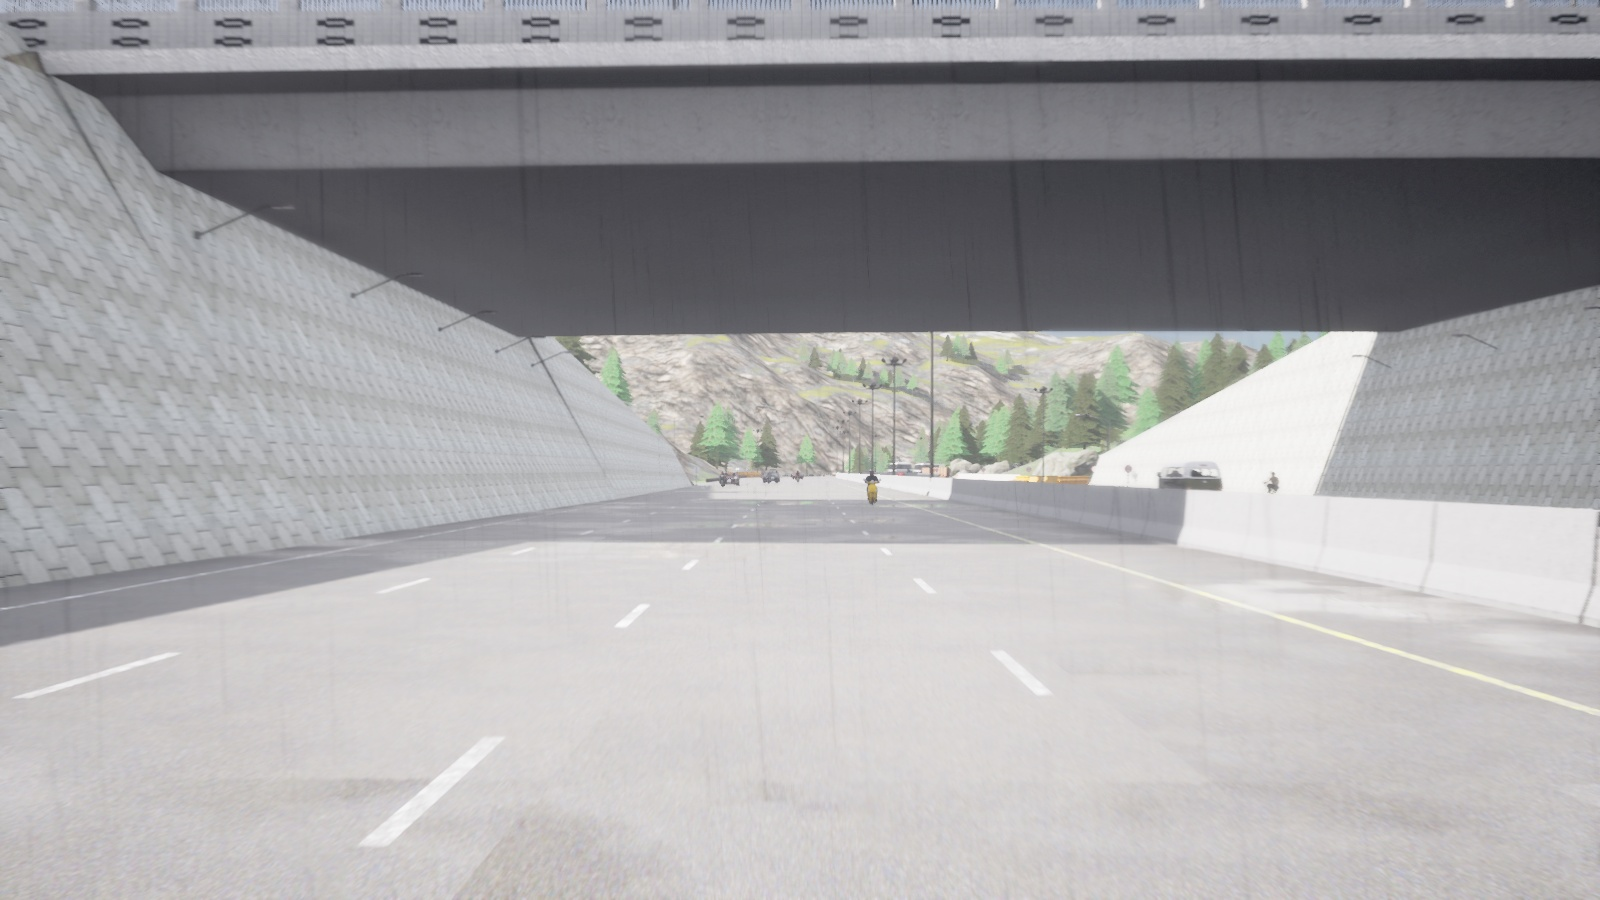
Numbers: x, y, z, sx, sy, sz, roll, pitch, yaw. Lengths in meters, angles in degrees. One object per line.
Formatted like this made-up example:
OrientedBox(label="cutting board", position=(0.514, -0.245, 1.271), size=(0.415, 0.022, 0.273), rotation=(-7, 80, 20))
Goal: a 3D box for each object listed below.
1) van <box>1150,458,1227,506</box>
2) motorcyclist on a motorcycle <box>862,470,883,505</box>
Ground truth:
OrientedBox(label="van", position=(17.370, 1.409, 56.402), size=(2.069, 2.038, 4.480), rotation=(0, -1, 0))
OrientedBox(label="motorcyclist on a motorcycle", position=(3.368, 1.733, 58.686), size=(0.866, 1.590, 1.817), rotation=(0, -1, 0))
